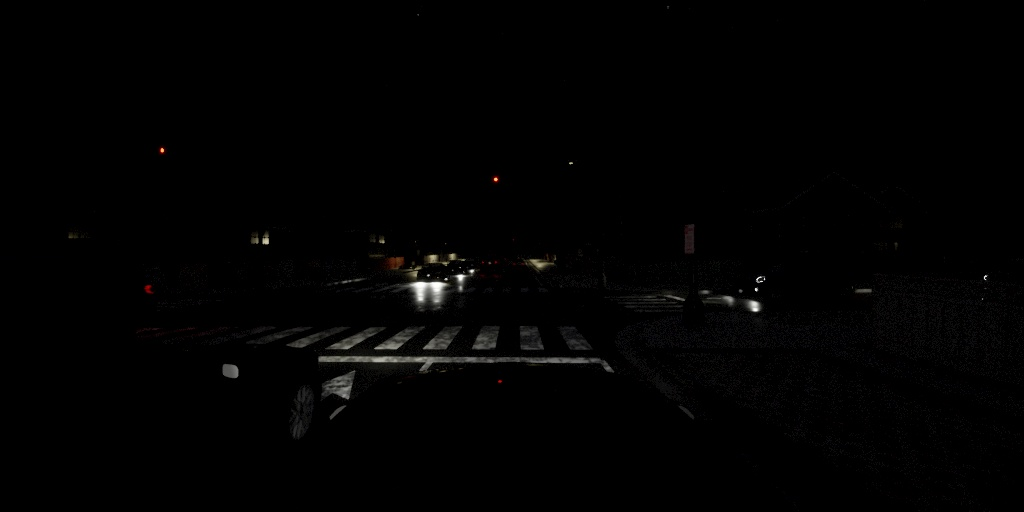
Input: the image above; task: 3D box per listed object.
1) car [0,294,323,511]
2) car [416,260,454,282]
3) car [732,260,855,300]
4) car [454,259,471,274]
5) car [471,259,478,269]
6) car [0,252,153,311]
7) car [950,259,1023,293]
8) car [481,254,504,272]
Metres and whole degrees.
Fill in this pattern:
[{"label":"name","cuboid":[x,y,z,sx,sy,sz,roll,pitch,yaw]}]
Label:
[{"label":"car","cuboid":[-3.153,1.227,2.180,1.882,1.535,5.008,0,0,1]},{"label":"car","cuboid":[-6.144,1.250,28.471,1.994,1.385,4.181,0,0,1]},{"label":"car","cuboid":[12.642,0.994,16.342,4.553,1.767,2.097,0,0,-1]},{"label":"car","cuboid":[-5.975,1.165,38.763,1.812,1.442,4.674,0,0,1]},{"label":"car","cuboid":[-5.781,1.060,49.407,2.033,1.411,5.357,0,1,2]},{"label":"car","cuboid":[-9.193,0.959,5.874,2.150,2.045,5.566,1,0,-3]},{"label":"car","cuboid":[22.716,0.914,16.446,4.553,1.767,2.097,0,0,0]},{"label":"car","cuboid":[-2.449,0.824,42.923,2.150,2.045,5.566,0,1,1]}]
